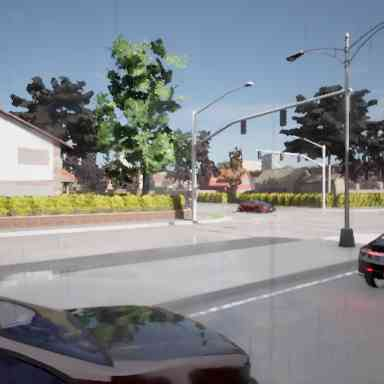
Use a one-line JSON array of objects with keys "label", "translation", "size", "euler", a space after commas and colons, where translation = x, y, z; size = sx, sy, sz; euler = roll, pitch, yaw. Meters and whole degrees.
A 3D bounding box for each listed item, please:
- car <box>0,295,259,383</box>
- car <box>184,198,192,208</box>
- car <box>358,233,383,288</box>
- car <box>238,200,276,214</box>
[{"label": "car", "translation": [-1.984, 1.547, 2.333], "size": [5.357, 1.411, 2.033], "euler": [0, 0, -35]}, {"label": "car", "translation": [-1.659, 1.474, 46.629], "size": [1.882, 1.535, 5.008], "euler": [0, 0, -36]}, {"label": "car", "translation": [5.935, 1.490, 8.018], "size": [4.902, 1.511, 2.128], "euler": [0, 0, -35]}, {"label": "car", "translation": [6.784, 1.560, 35.155], "size": [1.994, 1.385, 4.181], "euler": [0, 0, -37]}]
